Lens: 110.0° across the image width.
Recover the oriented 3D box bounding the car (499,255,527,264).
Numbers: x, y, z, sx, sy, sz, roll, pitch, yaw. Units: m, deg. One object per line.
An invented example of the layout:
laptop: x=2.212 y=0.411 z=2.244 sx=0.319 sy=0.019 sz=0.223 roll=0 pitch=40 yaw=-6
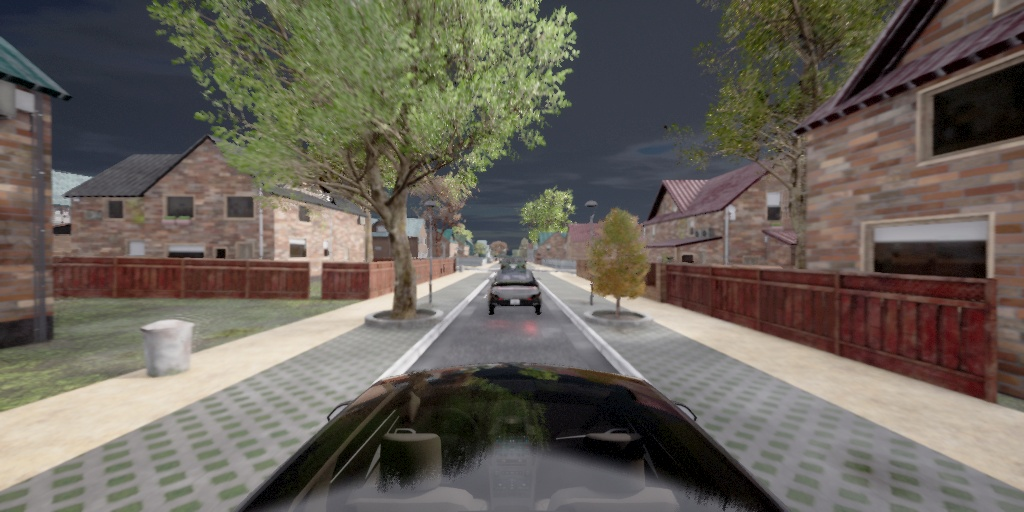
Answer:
car: x=0.099 y=0.971 z=30.585 sx=2.150 sy=2.045 sz=5.566 roll=0 pitch=0 yaw=0

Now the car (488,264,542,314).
car: x=0.101 y=1.239 z=13.837 sx=2.128 sy=1.511 sz=4.902 roll=0 pitch=0 yaw=0
